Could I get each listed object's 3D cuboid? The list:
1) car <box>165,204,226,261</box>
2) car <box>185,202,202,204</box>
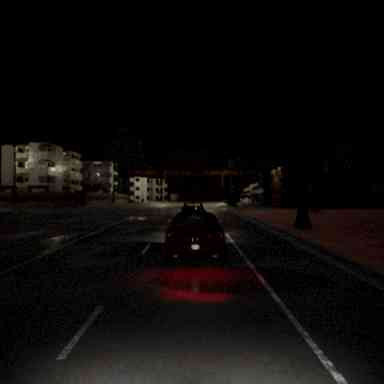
[{"bbox_3d":[0.100,1.410,11.999,1.882,1.535,5.008,0,0,0],"label":"car"},{"bbox_3d":[0.101,1.490,27.907,1.895,1.301,4.718,0,0,0],"label":"car"}]
